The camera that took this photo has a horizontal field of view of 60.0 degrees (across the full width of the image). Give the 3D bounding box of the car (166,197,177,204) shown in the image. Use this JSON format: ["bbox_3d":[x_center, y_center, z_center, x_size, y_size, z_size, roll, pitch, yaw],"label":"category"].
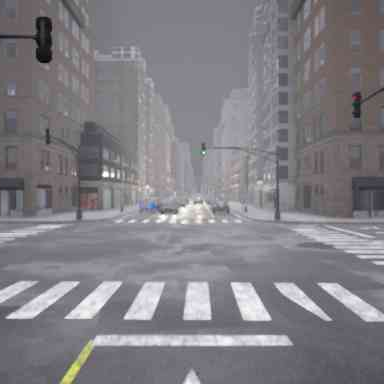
[{"bbox_3d":[-4.466,1.820,72.241,1.967,1.590,4.097,0,0,1],"label":"car"}]

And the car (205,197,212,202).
[{"bbox_3d":[4.418,2.053,88.639,1.802,1.307,4.206,0,0,1],"label":"car"}]

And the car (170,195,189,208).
[{"bbox_3d":[-2.101,1.622,52.470,2.097,1.767,4.553,0,0,2],"label":"car"}]

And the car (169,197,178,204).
[{"bbox_3d":[-4.350,1.935,77.592,1.752,1.417,4.829,0,0,1],"label":"car"}]

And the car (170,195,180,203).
[{"bbox_3d":[-4.226,1.756,83.286,2.192,1.841,5.009,0,0,1],"label":"car"}]

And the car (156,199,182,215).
[{"bbox_3d":[-2.462,1.749,37.039,1.994,1.385,4.181,0,0,1],"label":"car"}]

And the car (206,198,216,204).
[{"bbox_3d":[4.058,1.945,72.069,1.947,1.339,4.313,0,0,1],"label":"car"}]

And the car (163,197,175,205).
[{"bbox_3d":[-4.586,1.789,66.718,1.967,1.590,4.097,0,0,1],"label":"car"}]

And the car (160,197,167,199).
[{"bbox_3d":[-5.067,1.542,44.630,2.192,1.841,5.009,0,0,1],"label":"car"}]

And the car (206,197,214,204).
[{"bbox_3d":[4.178,1.954,77.592,1.887,1.381,4.507,0,0,1],"label":"car"}]

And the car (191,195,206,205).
[{"bbox_3d":[1.243,1.834,65.324,2.128,1.511,4.902,0,0,1],"label":"car"}]

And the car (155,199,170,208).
[{"bbox_3d":[-4.827,1.839,55.674,2.008,1.369,4.403,0,0,1],"label":"car"}]

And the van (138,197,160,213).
[{"bbox_3d":[-5.188,1.537,39.108,1.690,1.788,3.998,0,0,1],"label":"van"}]

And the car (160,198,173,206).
[{"bbox_3d":[-4.707,1.869,61.196,2.008,1.369,4.403,0,0,1],"label":"car"}]

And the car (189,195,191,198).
[{"bbox_3d":[-1.706,1.570,67.790,2.150,2.045,5.566,0,0,1],"label":"car"}]

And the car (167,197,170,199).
[{"bbox_3d":[-4.947,1.823,50.151,1.947,1.339,4.313,0,0,1],"label":"car"}]

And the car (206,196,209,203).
[{"bbox_3d":[3.937,1.914,66.545,1.947,1.339,4.313,0,0,1],"label":"car"}]

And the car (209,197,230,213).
[{"bbox_3d":[3.337,1.636,38.927,1.967,1.590,4.097,0,0,1],"label":"car"}]
